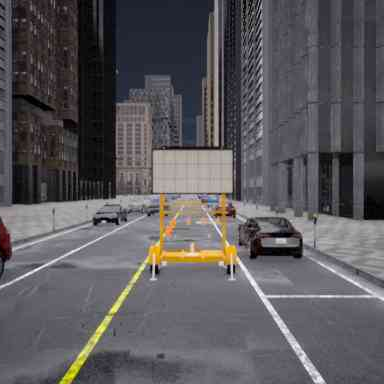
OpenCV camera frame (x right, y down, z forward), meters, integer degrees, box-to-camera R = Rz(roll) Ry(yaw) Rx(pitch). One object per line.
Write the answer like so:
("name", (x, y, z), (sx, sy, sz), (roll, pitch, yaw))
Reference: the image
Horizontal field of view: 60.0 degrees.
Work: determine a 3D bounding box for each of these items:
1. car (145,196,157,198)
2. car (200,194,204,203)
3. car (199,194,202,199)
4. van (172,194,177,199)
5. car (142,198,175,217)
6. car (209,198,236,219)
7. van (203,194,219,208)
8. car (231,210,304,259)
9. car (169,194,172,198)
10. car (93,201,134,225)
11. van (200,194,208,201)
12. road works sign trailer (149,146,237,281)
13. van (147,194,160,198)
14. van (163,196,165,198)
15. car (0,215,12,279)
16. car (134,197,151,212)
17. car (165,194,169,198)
("car", (-5.675, 1.521, 40.501), (1.752, 1.417, 4.829), (0, 0, 0))
("car", (2.901, 1.574, 63.219), (1.802, 1.307, 4.206), (0, 0, 0))
("car", (2.914, 1.573, 68.860), (1.802, 1.307, 4.206), (0, 0, 0))
("van", (-5.574, 1.329, 85.798), (1.690, 1.788, 3.998), (0, 0, 0))
("car", (-3.031, 1.544, 31.032), (2.033, 1.411, 5.357), (0, 0, 0))
("car", (2.825, 1.542, 29.375), (1.887, 1.381, 4.507), (0, 0, 0))
("van", (2.863, 1.336, 46.297), (1.690, 1.788, 3.998), (0, 0, 0))
("car", (2.788, 1.565, 12.453), (1.947, 1.339, 4.313), (0, 0, 0))
("car", (-5.625, 1.307, 63.235), (2.192, 1.841, 5.009), (0, 0, 0))
("car", (-5.712, 1.563, 23.749), (1.947, 1.339, 4.313), (0, 0, 0))
("van", (2.939, 1.330, 80.141), (1.690, 1.788, 3.998), (0, 0, 0))
("road works sign trailer", (0.022, 0.463, 9.845), (2.380, 3.560, 2.880), (0, 0, 0))
("van", (-5.663, 1.336, 46.312), (1.690, 1.788, 3.998), (0, 0, 0))
("van", (-5.650, 1.335, 51.952), (1.690, 1.788, 3.998), (0, 0, 0))
("car", (-5.751, 1.314, 6.827), (2.192, 1.841, 5.009), (0, 0, 0))
("car", (-5.687, 1.547, 35.030), (2.008, 1.369, 4.403), (0, 0, 0))
("car", (-5.637, 1.433, 57.593), (1.967, 1.590, 4.097), (0, 0, 0))
